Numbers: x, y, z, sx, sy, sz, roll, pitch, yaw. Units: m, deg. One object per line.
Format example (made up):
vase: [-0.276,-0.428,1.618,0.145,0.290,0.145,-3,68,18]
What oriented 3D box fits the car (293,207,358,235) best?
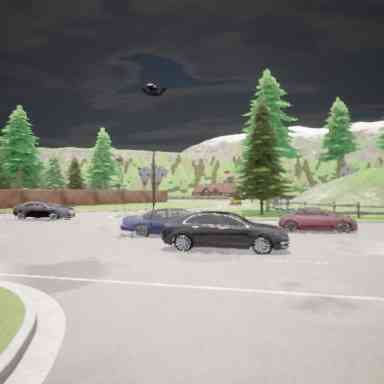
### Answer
car: [6.991,1.565,18.746,4.181,1.385,1.994,0,0,13]

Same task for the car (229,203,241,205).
car: [7.434,1.481,57.492,1.882,1.535,5.008,1,0,3]

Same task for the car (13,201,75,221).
car: [-11.797,1.493,26.619,4.902,1.511,2.128,0,0,13]

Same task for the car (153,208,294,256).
car: [1.225,1.506,12.879,4.892,1.490,1.837,0,0,13]

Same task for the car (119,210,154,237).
car: [-0.946,1.548,16.965,5.357,1.411,2.033,0,0,13]
